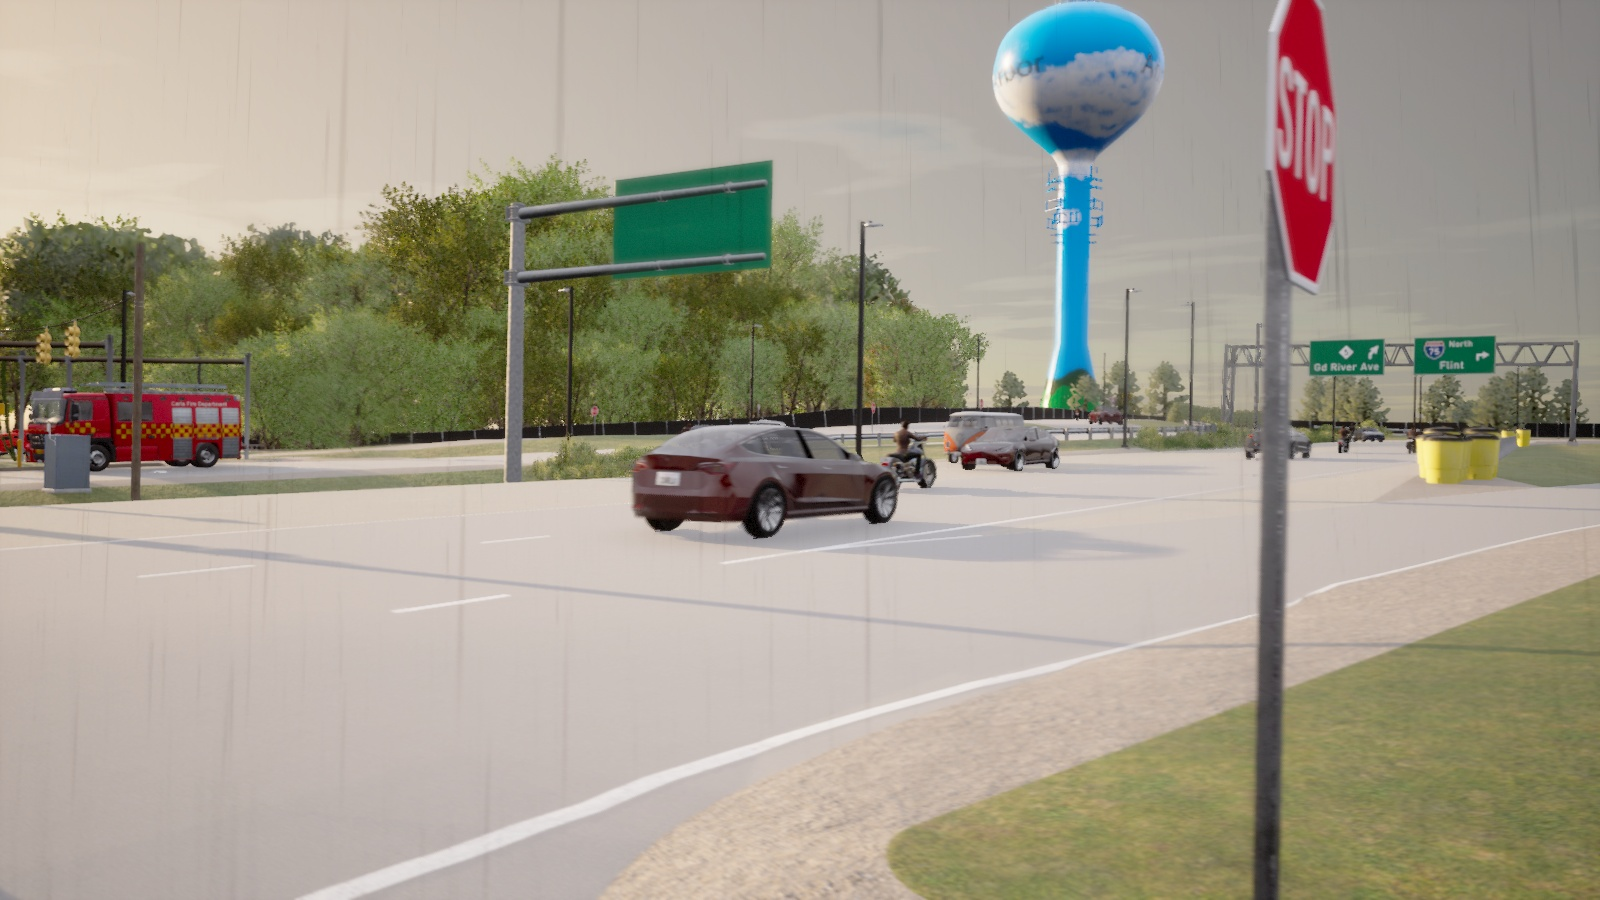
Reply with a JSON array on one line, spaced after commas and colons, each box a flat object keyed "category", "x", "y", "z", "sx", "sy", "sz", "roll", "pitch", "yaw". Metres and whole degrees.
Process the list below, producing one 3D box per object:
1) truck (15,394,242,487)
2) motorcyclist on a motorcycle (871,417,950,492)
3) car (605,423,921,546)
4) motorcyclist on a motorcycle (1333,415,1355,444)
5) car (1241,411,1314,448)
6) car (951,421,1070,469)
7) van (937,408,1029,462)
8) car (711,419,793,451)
[{"category": "truck", "x": -29.683, "y": -0.511, "z": 55.961, "sx": 2.891, "sy": 3.827, "sz": 8.468, "roll": 0, "pitch": 2, "yaw": 33}, {"category": "motorcyclist on a motorcycle", "x": 2.551, "y": 0.070, "z": 28.802, "sx": 0.766, "sy": 1.649, "sz": 2.350, "roll": 0, "pitch": 1, "yaw": 34}, {"category": "car", "x": -0.356, "y": 0.382, "z": 18.098, "sx": 2.163, "sy": 1.488, "sz": 4.792, "roll": 0, "pitch": 2, "yaw": 34}, {"category": "motorcyclist on a motorcycle", "x": 31.203, "y": -1.181, "z": 72.018, "sx": 0.766, "sy": 1.649, "sz": 2.350, "roll": 0, "pitch": 1, "yaw": 34}, {"category": "car", "x": 22.352, "y": -0.960, "z": 58.666, "sx": 2.152, "sy": 1.651, "sz": 5.027, "roll": 0, "pitch": 2, "yaw": 34}, {"category": "car", "x": 7.109, "y": -0.214, "z": 42.010, "sx": 2.163, "sy": 1.488, "sz": 4.792, "roll": 0, "pitch": 1, "yaw": 34}, {"category": "van", "x": 7.108, "y": -0.599, "z": 48.342, "sx": 1.775, "sy": 1.987, "sz": 4.442, "roll": 0, "pitch": 2, "yaw": 34}, {"category": "car", "x": -2.850, "y": -0.876, "z": 74.164, "sx": 4.611, "sy": 1.667, "sz": 2.242, "roll": -3, "pitch": 0, "yaw": -6}]
